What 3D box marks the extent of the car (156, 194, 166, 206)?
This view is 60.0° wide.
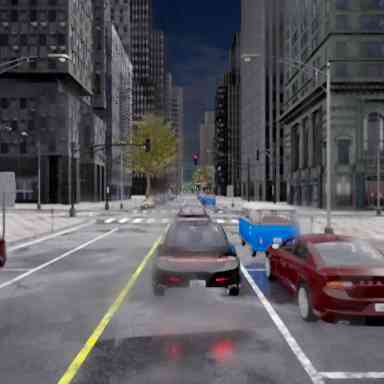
[{"bbox_3d":[-5.858,1.526,55.733,1.887,1.381,4.507,0,0,0],"label":"car"}]

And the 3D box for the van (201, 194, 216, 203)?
[{"bbox_3d":[2.677,1.322,50.566,1.690,1.788,3.998,0,0,0],"label":"van"}]

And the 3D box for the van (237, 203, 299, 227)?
[{"bbox_3d":[2.758,1.332,12.581,1.690,1.788,3.998,0,0,0],"label":"van"}]

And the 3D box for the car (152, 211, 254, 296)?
[{"bbox_3d":[0.086,1.485,8.593,2.128,1.511,4.902,0,0,0],"label":"car"}]

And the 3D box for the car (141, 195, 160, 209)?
[{"bbox_3d":[-5.845,1.506,44.983,1.752,1.417,4.829,0,0,0],"label":"car"}]

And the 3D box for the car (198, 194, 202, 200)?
[{"bbox_3d":[2.657,1.527,61.392,1.887,1.381,4.507,0,0,0],"label":"car"}]

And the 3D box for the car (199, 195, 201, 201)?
[{"bbox_3d":[2.667,1.547,55.979,1.947,1.339,4.313,0,0,0],"label":"car"}]

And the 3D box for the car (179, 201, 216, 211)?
[{"bbox_3d":[0.054,1.479,17.979,2.128,1.511,4.902,0,0,1],"label":"car"}]

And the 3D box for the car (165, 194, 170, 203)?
[{"bbox_3d":[-5.866,1.297,61.022,2.192,1.841,5.009,0,0,0],"label":"car"}]

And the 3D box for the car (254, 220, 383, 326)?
[{"bbox_3d":[2.766,1.539,7.056,1.887,1.381,4.507,0,0,0],"label":"car"}]

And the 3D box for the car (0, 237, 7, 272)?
[{"bbox_3d":[-5.789,1.539,7.060,1.887,1.381,4.507,0,0,0],"label":"car"}]

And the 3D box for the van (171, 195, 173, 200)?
[{"bbox_3d":[-5.894,1.330,76.889,1.690,1.788,3.998,0,0,0],"label":"van"}]

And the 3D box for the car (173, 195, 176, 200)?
[{"bbox_3d":[-5.914,1.561,87.466,1.947,1.339,4.313,0,0,0],"label":"car"}]
